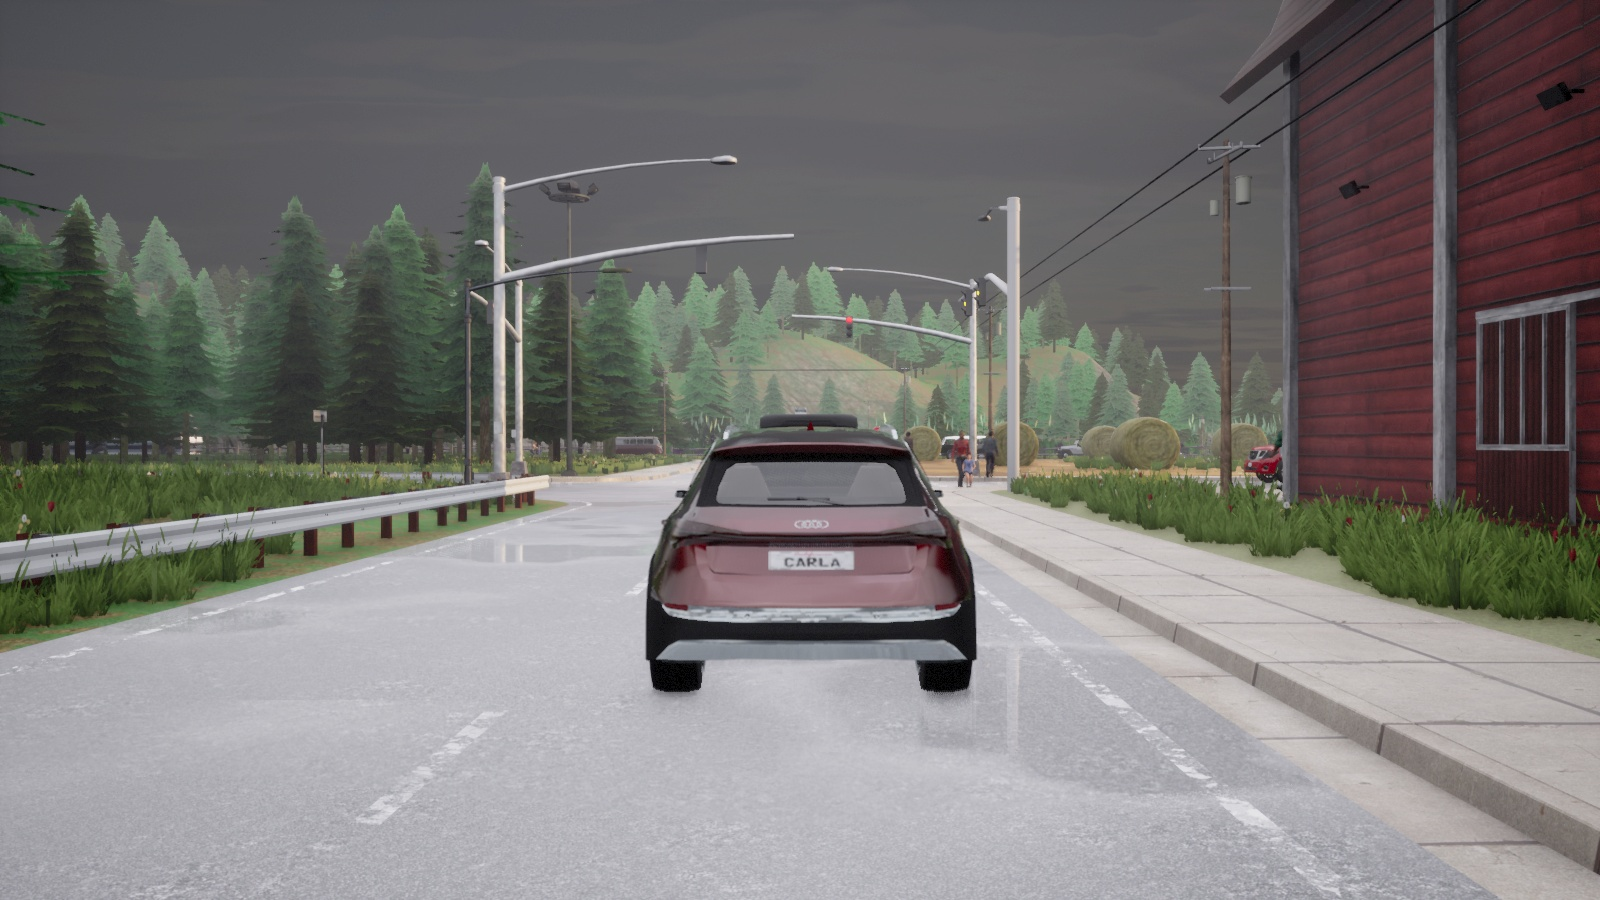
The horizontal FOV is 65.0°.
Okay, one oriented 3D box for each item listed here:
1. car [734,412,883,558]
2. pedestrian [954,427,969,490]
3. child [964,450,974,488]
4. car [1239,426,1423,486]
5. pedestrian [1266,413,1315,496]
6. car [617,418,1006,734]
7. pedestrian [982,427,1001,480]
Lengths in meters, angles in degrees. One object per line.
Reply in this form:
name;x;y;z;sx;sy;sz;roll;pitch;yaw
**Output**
car;0.119;0.440;18.062;1.905;1.878;3.866;0;0;0
pedestrian;4.794;0.247;37.339;0.331;1.846;0.636;0;0;-4
child;4.922;0.558;36.566;0.255;1.110;0.394;0;0;5
car;18.695;0.199;44.403;5.566;2.045;2.150;0;0;-1
pedestrian;11.699;0.100;29.956;0.659;1.952;0.873;0;0;-20
car;0.067;0.627;8.993;2.033;1.649;4.856;0;1;0
pedestrian;7.184;0.122;47.075;0.423;1.949;0.788;0;0;29
